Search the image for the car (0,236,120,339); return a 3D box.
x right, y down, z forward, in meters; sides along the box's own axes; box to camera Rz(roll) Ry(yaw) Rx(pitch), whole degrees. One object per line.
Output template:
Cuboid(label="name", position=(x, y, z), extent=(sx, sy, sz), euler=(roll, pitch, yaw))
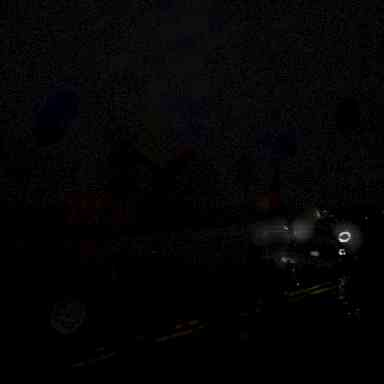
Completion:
Cuboid(label="car", position=(-3.621, 1.494, 5.064), extent=(5.008, 1.535, 1.882), euler=(0, 0, -36))

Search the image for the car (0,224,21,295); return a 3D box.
Cuboid(label="car", position=(-6.197, 1.589, 7.199), extent=(4.181, 1.385, 1.994), euler=(0, 0, -36))

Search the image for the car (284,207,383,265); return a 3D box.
Cuboid(label="car", position=(5.680, 1.366, 11.881), extent=(4.553, 1.767, 2.097), euler=(0, 0, -37))

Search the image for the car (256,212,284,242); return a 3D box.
Cuboid(label="car", position=(5.091, 1.513, 15.481), extent=(4.902, 1.511, 2.128), euler=(0, 0, -36))
